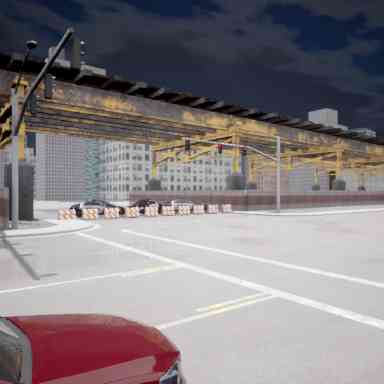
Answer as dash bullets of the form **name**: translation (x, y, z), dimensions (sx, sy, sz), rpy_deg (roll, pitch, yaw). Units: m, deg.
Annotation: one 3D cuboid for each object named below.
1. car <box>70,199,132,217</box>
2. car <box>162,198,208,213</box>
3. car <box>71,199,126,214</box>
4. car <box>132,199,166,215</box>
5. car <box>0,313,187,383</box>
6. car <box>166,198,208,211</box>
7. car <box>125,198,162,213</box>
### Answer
- **car**: translation (-8.440, 1.453, 30.356), dimensions (4.974, 1.542, 2.038), rpy_deg (0, 0, 8)
- **car**: translation (-0.804, 1.453, 36.824), dimensions (4.974, 1.542, 2.038), rpy_deg (0, 0, -7)
- **car**: translation (-8.491, 1.295, 30.363), dimensions (4.536, 1.218, 1.853), rpy_deg (0, 0, 8)
- **car**: translation (-4.703, 1.453, 33.052), dimensions (2.038, 1.542, 4.974), rpy_deg (0, 0, 18)
- **car**: translation (-2.195, 1.526, 2.201), dimensions (4.674, 1.442, 1.812), rpy_deg (0, 0, -35)
- **car**: translation (-0.855, 1.295, 36.817), dimensions (4.536, 1.218, 1.853), rpy_deg (0, 0, -7)
- **car**: translation (-4.687, 1.295, 33.102), dimensions (1.853, 1.218, 4.536), rpy_deg (0, 0, 18)
